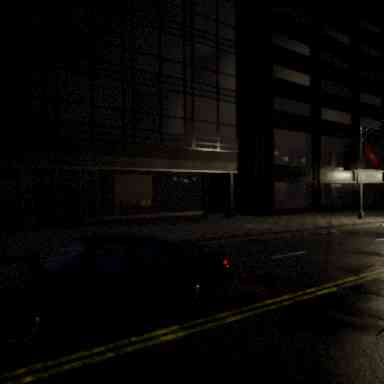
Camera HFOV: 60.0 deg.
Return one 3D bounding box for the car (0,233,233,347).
[{"bbox_3d":[-1.661,1.553,6.491,5.357,1.411,2.033,0,0,-36],"label":"car"}]
